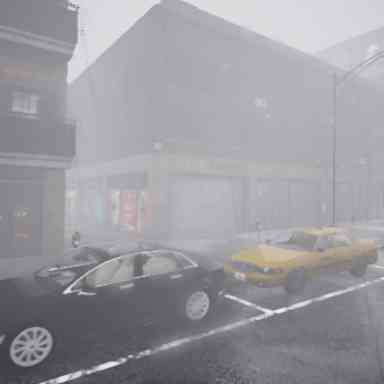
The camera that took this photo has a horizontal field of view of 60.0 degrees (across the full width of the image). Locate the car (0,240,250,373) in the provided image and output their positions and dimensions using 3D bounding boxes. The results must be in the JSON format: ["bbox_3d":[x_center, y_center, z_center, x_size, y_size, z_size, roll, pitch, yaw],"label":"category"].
[{"bbox_3d":[-1.376,1.552,5.563,4.403,1.369,2.008,0,1,-35],"label":"car"}]

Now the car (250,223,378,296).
[{"bbox_3d":[3.023,1.529,8.697,4.829,1.417,1.752,0,1,-35],"label":"car"}]
